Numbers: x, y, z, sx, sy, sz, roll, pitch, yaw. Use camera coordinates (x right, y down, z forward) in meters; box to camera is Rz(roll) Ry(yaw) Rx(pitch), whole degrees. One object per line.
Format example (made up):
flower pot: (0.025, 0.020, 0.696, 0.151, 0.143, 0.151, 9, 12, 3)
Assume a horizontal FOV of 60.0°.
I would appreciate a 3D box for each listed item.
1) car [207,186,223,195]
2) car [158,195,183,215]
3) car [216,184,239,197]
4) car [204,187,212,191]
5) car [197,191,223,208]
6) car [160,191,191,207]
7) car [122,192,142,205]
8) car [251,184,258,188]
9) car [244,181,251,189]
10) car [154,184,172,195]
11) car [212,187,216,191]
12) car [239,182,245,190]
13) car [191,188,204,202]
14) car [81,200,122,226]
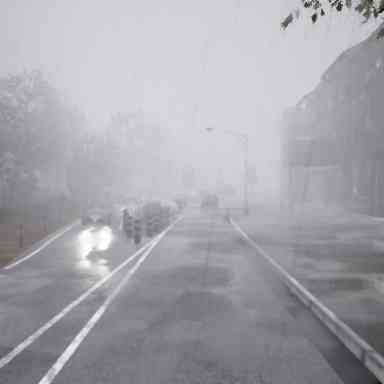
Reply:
car: (4.621, -0.350, 65.857, 2.097, 1.535, 5.008, 0, 3, 18)
car: (-2.389, 1.403, 31.746, 2.002, 1.452, 4.674, -2, 2, 4)
car: (6.269, -0.277, 58.391, 2.150, 2.045, 5.566, 0, 3, 16)
car: (1.331, 0.265, 54.298, 2.097, 1.535, 5.008, 0, 3, 14)
car: (2.210, 1.012, 39.559, 2.033, 1.411, 5.357, 0, 3, 9)
car: (-1.837, 1.053, 37.855, 2.097, 1.535, 5.008, 1, 3, 10)
car: (-7.406, 0.749, 41.132, 1.812, 1.442, 4.674, 0, 3, 1)
car: (15.299, -1.924, 90.856, 2.435, 2.045, 5.566, -3, 2, 28)
car: (12.738, -1.400, 85.869, 2.231, 1.521, 4.892, -3, 2, 26)
car: (-5.215, -0.433, 61.384, 2.150, 2.045, 5.566, 0, 3, 12)
car: (2.761, -0.033, 59.818, 2.231, 1.521, 4.892, 0, 3, 17)
car: (10.355, -1.128, 80.818, 2.231, 1.521, 4.892, -3, 2, 25)
car: (-0.035, 0.607, 48.226, 2.002, 1.452, 4.674, -1, 3, 12)
car: (-6.162, 1.354, 22.315, 2.128, 1.511, 4.902, 0, 1, -8)
